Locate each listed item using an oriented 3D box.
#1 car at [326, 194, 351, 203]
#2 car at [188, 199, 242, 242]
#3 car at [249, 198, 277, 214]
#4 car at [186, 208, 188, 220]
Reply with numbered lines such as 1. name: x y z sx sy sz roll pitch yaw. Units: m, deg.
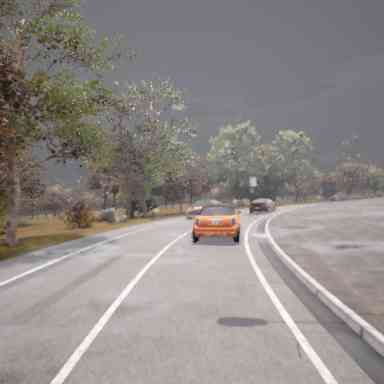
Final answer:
1. car: 26.793 1.114 60.638 5.357 1.411 2.033 -2 -3 -32
2. car: 1.353 1.344 16.473 2.097 1.767 4.553 -1 0 9
3. car: 7.459 1.390 34.644 1.882 1.535 5.008 -3 -1 27
4. car: 1.103 1.426 28.776 2.097 1.767 4.553 -2 -1 22
